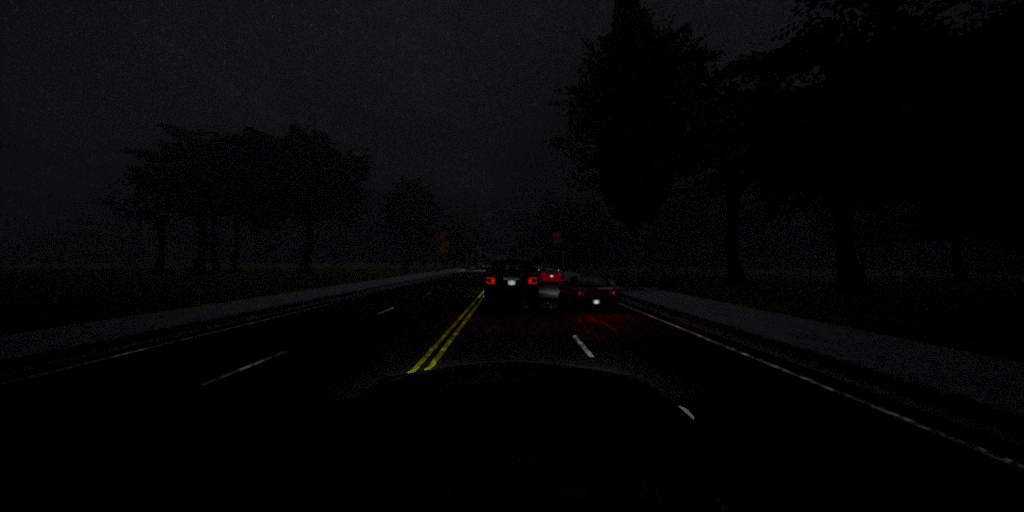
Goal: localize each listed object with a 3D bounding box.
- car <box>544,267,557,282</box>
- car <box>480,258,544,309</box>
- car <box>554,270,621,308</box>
[{"bbox_3d":[3.231,1.634,31.150,1.994,1.385,4.181,0,-1,0],"label":"car"},{"bbox_3d":[-0.011,1.111,15.884,2.150,2.045,5.566,0,0,0],"label":"car"},{"bbox_3d":[3.240,1.496,15.974,1.895,1.301,4.718,0,-1,0],"label":"car"}]
